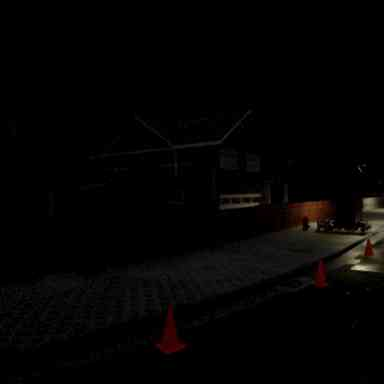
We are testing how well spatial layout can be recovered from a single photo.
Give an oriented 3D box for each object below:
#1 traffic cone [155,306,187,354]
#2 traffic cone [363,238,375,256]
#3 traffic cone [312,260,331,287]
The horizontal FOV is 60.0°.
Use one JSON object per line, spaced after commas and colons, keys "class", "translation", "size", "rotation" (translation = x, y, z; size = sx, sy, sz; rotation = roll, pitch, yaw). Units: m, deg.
{"class": "traffic cone", "translation": [-0.306, 1.965, 4.856], "size": [0.340, 0.580, 0.340], "rotation": [0, 0, -40]}
{"class": "traffic cone", "translation": [6.213, 1.922, 11.690], "size": [0.340, 0.580, 0.340], "rotation": [0, 0, 38]}
{"class": "traffic cone", "translation": [3.137, 1.942, 8.073], "size": [0.340, 0.580, 0.340], "rotation": [0, 0, 44]}
